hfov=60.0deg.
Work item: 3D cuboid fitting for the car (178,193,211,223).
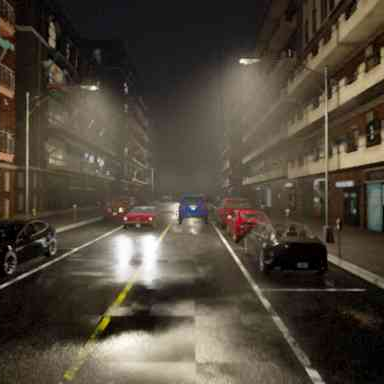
[{"bbox_3d":[0.090,1.219,25.672,2.150,2.045,5.566,0,0,0],"label":"car"}]

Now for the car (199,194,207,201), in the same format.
[{"bbox_3d":[2.668,1.439,82.670,1.967,1.590,4.097,1,0,0],"label":"car"}]

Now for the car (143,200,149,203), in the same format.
[{"bbox_3d":[-5.696,1.577,38.156,1.802,1.307,4.206,1,0,0],"label":"car"}]

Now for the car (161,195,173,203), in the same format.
[{"bbox_3d":[-5.709,1.548,71.564,2.008,1.369,4.403,1,0,0],"label":"car"}]

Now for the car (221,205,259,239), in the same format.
[{"bbox_3d":[2.694,1.542,15.854,1.887,1.381,4.507,1,0,0],"label":"car"}]

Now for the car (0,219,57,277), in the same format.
[{"bbox_3d":[-5.685,1.564,10.317,1.947,1.339,4.313,1,0,0],"label":"car"}]

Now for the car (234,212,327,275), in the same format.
[{"bbox_3d":[2.696,1.549,10.287,2.008,1.369,4.403,1,0,0],"label":"car"}]

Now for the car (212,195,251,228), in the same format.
[{"bbox_3d":[2.694,1.311,21.422,2.192,1.841,5.009,1,0,0],"label":"car"}]

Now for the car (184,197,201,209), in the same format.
[{"bbox_3d":[0.082,1.487,45.746,2.128,1.511,4.902,0,0,0],"label":"car"}]

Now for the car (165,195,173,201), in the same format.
[{"bbox_3d":[-5.713,1.525,82.531,1.752,1.417,4.829,1,0,0],"label":"car"}]

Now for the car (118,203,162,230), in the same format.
[{"bbox_3d":[-3.041,1.598,20.985,1.895,1.301,4.718,0,0,1],"label":"car"}]

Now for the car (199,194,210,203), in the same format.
[{"bbox_3d":[2.674,1.312,71.534,2.192,1.841,5.009,1,0,0],"label":"car"}]

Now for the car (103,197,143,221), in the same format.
[{"bbox_3d":[-5.688,1.311,27.020,2.192,1.841,5.009,1,0,0],"label":"car"}]
